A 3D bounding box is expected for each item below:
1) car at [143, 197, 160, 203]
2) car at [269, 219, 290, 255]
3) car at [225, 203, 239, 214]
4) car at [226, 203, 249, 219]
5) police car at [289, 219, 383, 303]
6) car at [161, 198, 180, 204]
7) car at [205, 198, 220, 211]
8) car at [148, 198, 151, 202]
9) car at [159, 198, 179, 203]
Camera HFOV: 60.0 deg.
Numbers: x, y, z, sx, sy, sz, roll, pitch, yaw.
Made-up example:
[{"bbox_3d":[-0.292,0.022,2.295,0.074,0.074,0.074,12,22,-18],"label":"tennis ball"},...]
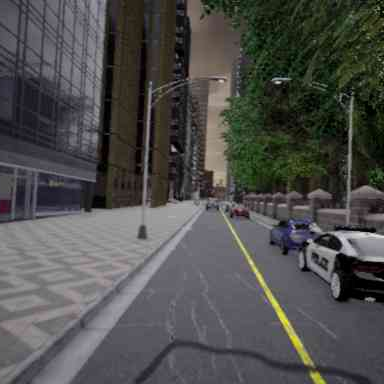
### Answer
[{"bbox_3d":[-11.270,2.330,93.137,4.403,1.369,2.008,3,-2,4],"label":"car"},{"bbox_3d":[4.728,1.926,15.025,1.812,1.442,4.674,3,-1,4],"label":"car"},{"bbox_3d":[6.166,2.447,51.247,1.812,1.442,4.674,3,-1,4],"label":"car"},{"bbox_3d":[5.379,2.068,38.181,2.097,1.767,4.553,3,-1,4],"label":"car"},{"bbox_3d":[4.353,1.738,9.147,1.930,1.638,5.238,3,-1,4],"label":"police car"},{"bbox_3d":[-5.945,2.545,92.761,4.829,1.417,1.752,3,-2,4],"label":"car"},{"bbox_3d":[3.447,2.066,55.422,2.150,2.045,5.566,3,-1,4],"label":"car"},{"bbox_3d":[-11.850,2.028,84.637,4.313,1.339,1.947,3,-2,4],"label":"car"},{"bbox_3d":[-6.355,2.260,84.249,4.403,1.369,2.008,3,-2,4],"label":"car"}]
